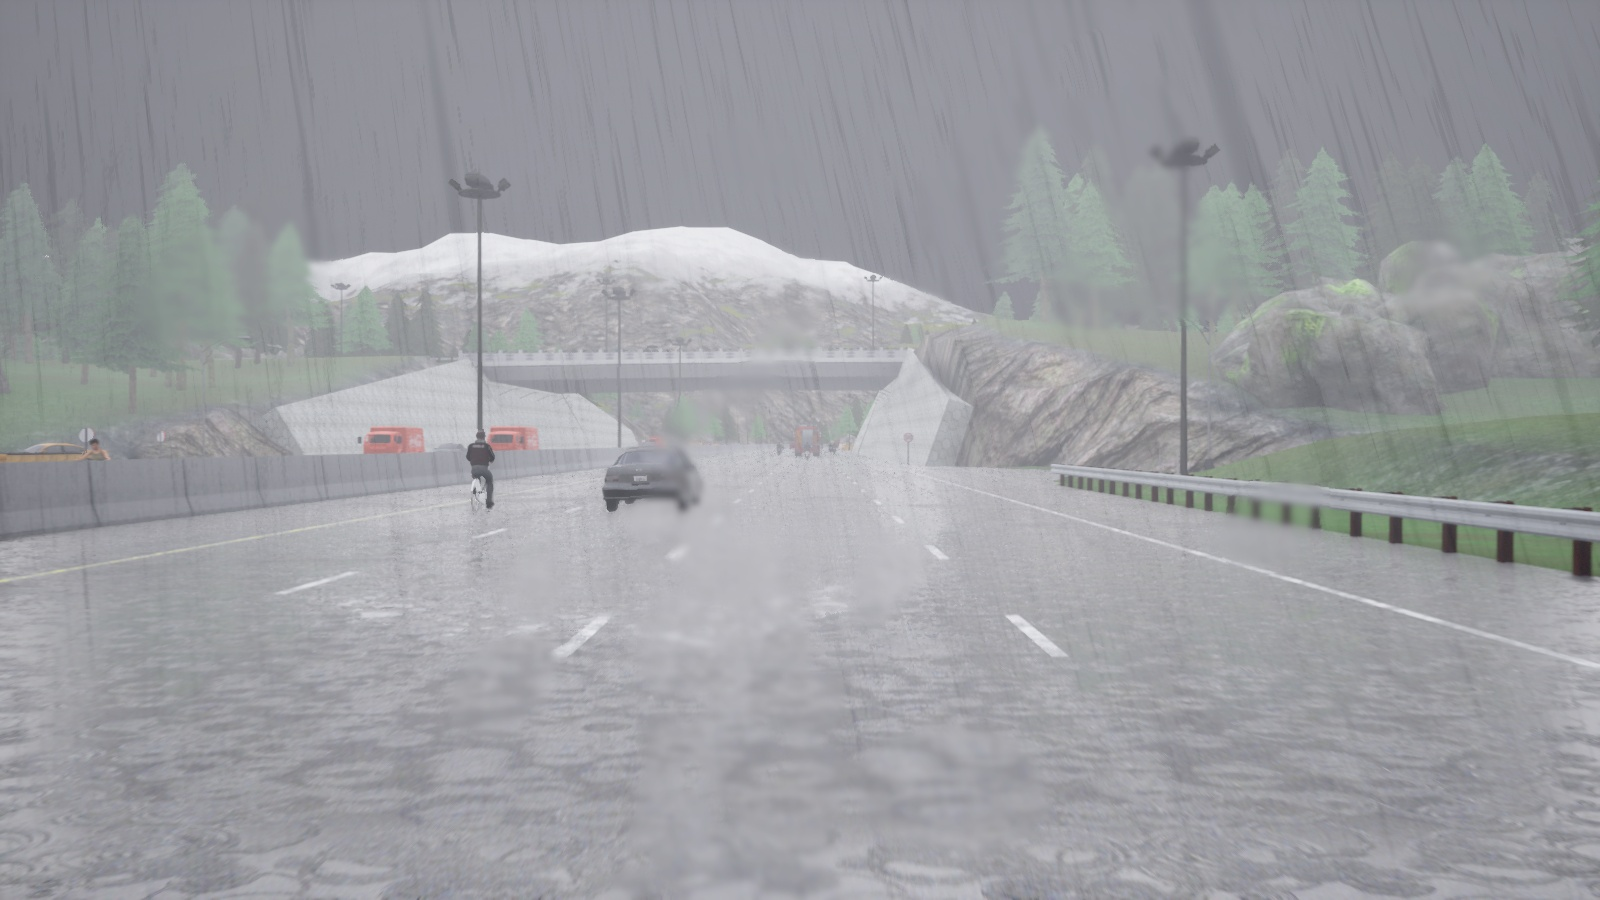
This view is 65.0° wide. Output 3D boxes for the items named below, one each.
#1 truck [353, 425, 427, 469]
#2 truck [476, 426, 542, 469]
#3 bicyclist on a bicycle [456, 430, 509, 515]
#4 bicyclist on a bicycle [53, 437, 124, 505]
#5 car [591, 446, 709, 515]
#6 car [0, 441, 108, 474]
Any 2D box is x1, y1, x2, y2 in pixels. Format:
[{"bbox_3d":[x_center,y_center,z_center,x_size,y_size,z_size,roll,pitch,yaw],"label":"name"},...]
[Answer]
[{"bbox_3d":[-24.063,-0.176,73.935,2.627,2.467,5.204,0,0,0],"label":"truck"},{"bbox_3d":[-17.063,-0.170,73.901,2.627,2.467,5.204,0,0,0],"label":"truck"},{"bbox_3d":[-6.830,0.459,27.076,0.659,1.776,1.843,0,1,0],"label":"bicyclist on a bicycle"},{"bbox_3d":[-17.306,0.497,30.579,0.866,1.612,1.509,0,0,1],"label":"bicyclist on a bicycle"},{"bbox_3d":[-3.320,0.629,28.866,2.033,1.411,5.357,0,0,0],"label":"car"},{"bbox_3d":[-36.543,0.352,60.831,1.882,1.535,5.008,0,0,33],"label":"car"}]
